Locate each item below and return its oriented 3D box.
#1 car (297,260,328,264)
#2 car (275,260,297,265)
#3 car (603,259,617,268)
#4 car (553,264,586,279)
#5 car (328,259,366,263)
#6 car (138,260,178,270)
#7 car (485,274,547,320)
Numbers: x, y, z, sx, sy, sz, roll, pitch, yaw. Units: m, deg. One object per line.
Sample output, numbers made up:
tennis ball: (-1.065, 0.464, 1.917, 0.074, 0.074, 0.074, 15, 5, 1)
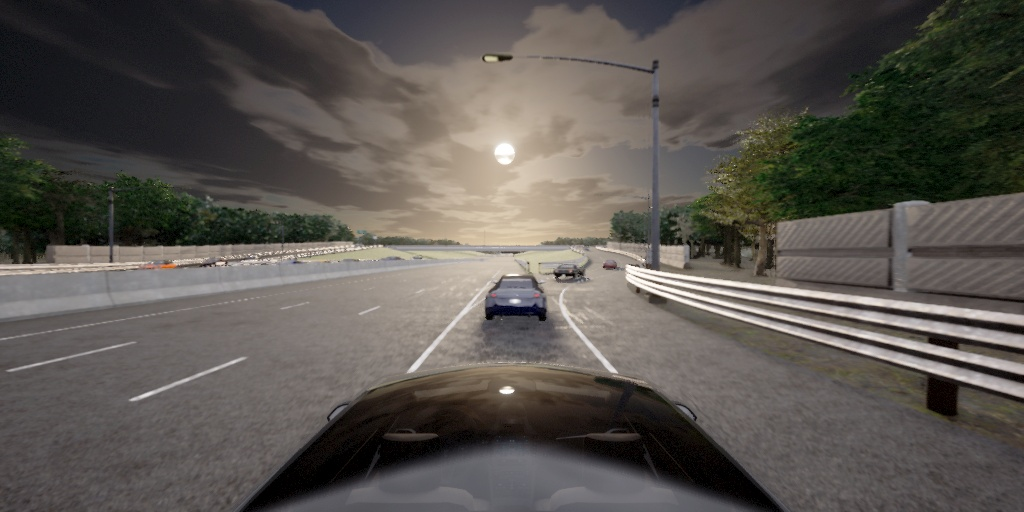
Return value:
car: (-24.563, 1.254, 45.496, 1.882, 1.535, 5.008, 0, 0, 0)
car: (-28.056, 1.254, 45.354, 1.882, 1.535, 5.008, 0, 0, 0)
car: (16.393, 1.265, 59.914, 1.994, 1.385, 4.181, 0, 1, 19)
car: (5.353, 1.378, 32.675, 1.895, 1.301, 4.718, 0, 0, 25)
car: (-21.062, 1.130, 46.086, 2.097, 1.767, 4.553, 0, 0, 0)
car: (-41.166, 1.252, 41.766, 2.097, 1.767, 4.553, 0, 0, -22)
car: (0.228, 1.322, 12.726, 1.994, 1.385, 4.181, 0, 0, 4)
